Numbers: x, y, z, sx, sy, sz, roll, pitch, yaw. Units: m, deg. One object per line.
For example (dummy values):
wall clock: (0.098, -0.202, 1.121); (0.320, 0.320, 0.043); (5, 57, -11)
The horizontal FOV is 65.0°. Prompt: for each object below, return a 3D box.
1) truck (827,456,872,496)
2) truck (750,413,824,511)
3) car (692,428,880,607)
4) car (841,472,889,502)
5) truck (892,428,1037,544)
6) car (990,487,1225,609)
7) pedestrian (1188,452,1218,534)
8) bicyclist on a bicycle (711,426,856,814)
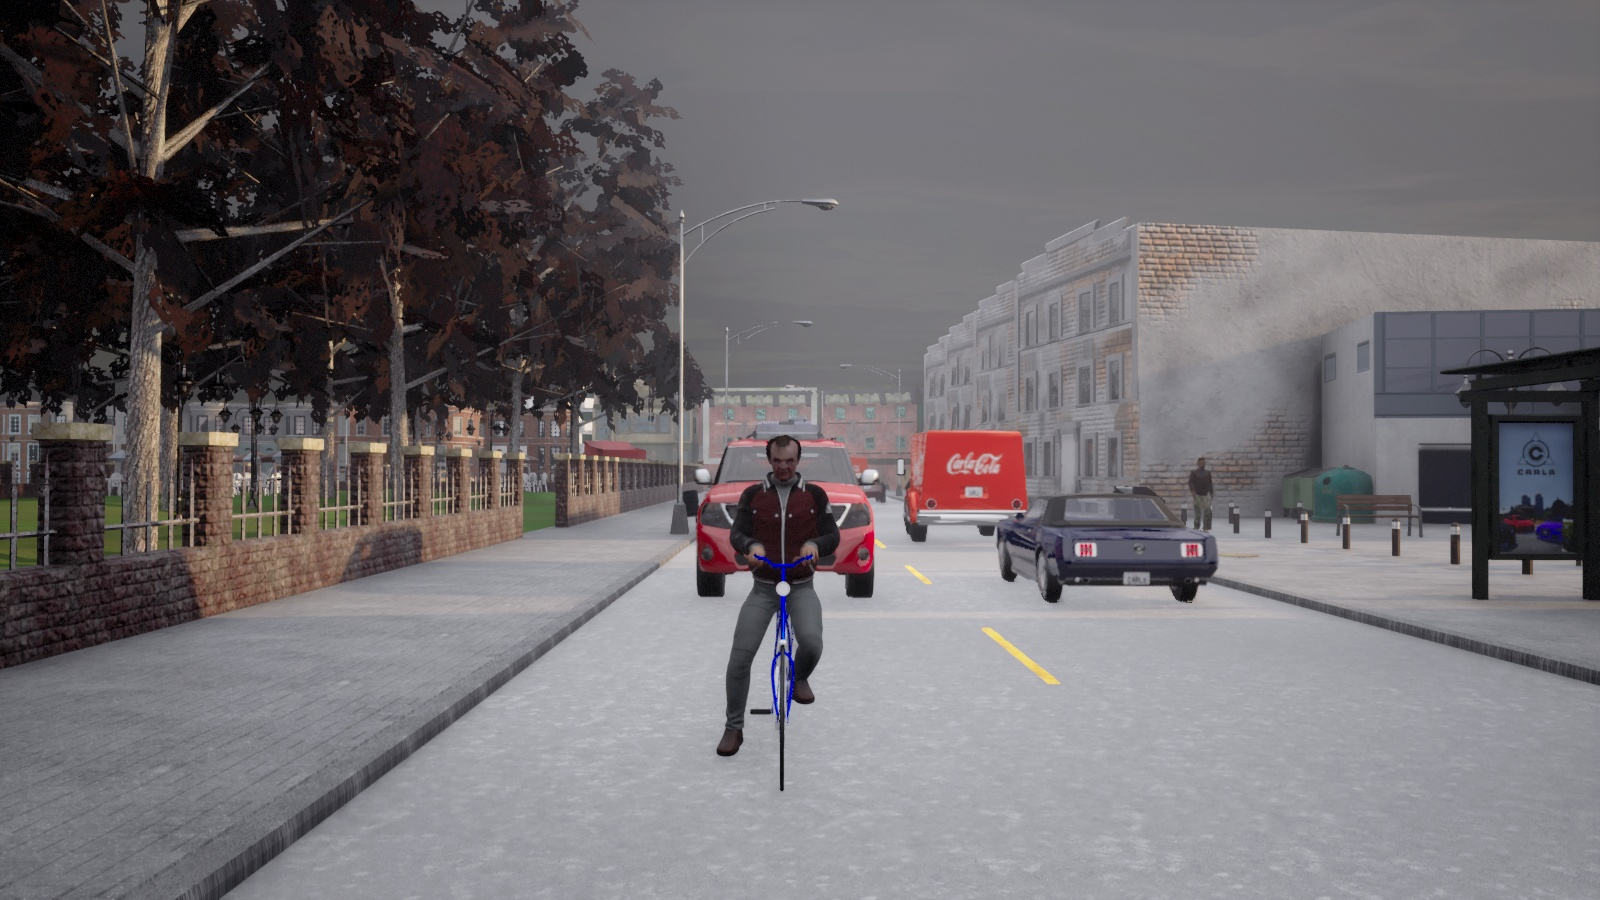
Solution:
truck: (3.133, 1.669, 80.833); (2.627, 2.467, 5.204); (0, -1, -1)
truck: (-0.565, 0.547, 53.397); (2.891, 3.827, 8.468); (0, -1, -1)
car: (-0.188, 0.823, 17.237); (2.150, 2.045, 5.566); (0, -1, -1)
car: (3.315, 1.885, 64.690); (2.163, 1.488, 4.792); (0, -1, -1)
truck: (3.693, 0.805, 29.342); (2.627, 2.467, 5.204); (0, -1, -1)
car: (3.820, 1.176, 16.509); (1.895, 1.301, 4.718); (0, -1, -1)
pedestrian: (9.189, 0.967, 28.639); (0.431, 1.840, 0.703); (0, -1, -1)
bicyclist on a bicycle: (-0.083, 0.798, 6.689); (0.659, 1.776, 1.843); (0, -1, -1)
